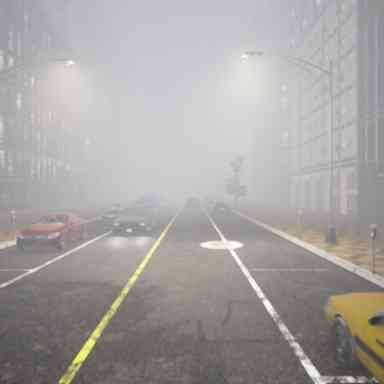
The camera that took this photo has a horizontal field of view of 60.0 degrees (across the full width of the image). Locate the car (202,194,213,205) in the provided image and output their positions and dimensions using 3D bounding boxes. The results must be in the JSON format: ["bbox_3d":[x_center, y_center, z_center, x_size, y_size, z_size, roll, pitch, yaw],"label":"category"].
[{"bbox_3d":[2.685,1.319,53.892,1.967,1.590,4.097,0,0,0],"label":"car"}]

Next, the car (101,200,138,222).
[{"bbox_3d":[-5.692,1.498,25.444,2.008,1.369,4.403,0,0,0],"label":"car"}]

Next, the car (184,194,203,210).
[{"bbox_3d":[0.092,1.388,41.404,1.882,1.535,5.008,0,0,0],"label":"car"}]

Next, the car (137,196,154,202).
[{"bbox_3d":[-5.694,1.466,36.828,1.887,1.381,4.507,0,0,0],"label":"car"}]

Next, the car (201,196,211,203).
[{"bbox_3d":[2.682,1.431,65.276,1.802,1.307,4.206,0,0,0],"label":"car"}]

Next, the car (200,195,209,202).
[{"bbox_3d":[2.681,1.358,71.138,1.752,1.417,4.829,0,0,0],"label":"car"}]

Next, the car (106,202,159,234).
[{"bbox_3d":[-3.100,1.508,19.038,2.033,1.411,5.357,0,0,0],"label":"car"}]

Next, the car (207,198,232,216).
[{"bbox_3d":[2.688,1.500,31.125,1.947,1.339,4.313,0,0,0],"label":"car"}]

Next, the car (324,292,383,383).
[{"bbox_3d":[2.693,1.520,2.834,1.752,1.417,4.829,0,0,0],"label":"car"}]

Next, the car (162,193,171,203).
[{"bbox_3d":[-5.698,1.289,65.289,1.967,1.590,4.097,0,0,0],"label":"car"}]

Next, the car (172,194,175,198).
[{"bbox_3d":[-5.701,1.384,76.674,1.947,1.339,4.313,0,0,0],"label":"car"}]

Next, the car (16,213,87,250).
[{"bbox_3d":[-5.689,1.554,14.058,1.802,1.307,4.206,0,0,0],"label":"car"}]

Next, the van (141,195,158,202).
[{"bbox_3d":[-5.694,1.249,42.521,1.690,1.788,3.998,0,0,0],"label":"van"}]

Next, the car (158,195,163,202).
[{"bbox_3d":[-5.696,1.476,48.213,1.802,1.307,4.206,0,0,0],"label":"car"}]
